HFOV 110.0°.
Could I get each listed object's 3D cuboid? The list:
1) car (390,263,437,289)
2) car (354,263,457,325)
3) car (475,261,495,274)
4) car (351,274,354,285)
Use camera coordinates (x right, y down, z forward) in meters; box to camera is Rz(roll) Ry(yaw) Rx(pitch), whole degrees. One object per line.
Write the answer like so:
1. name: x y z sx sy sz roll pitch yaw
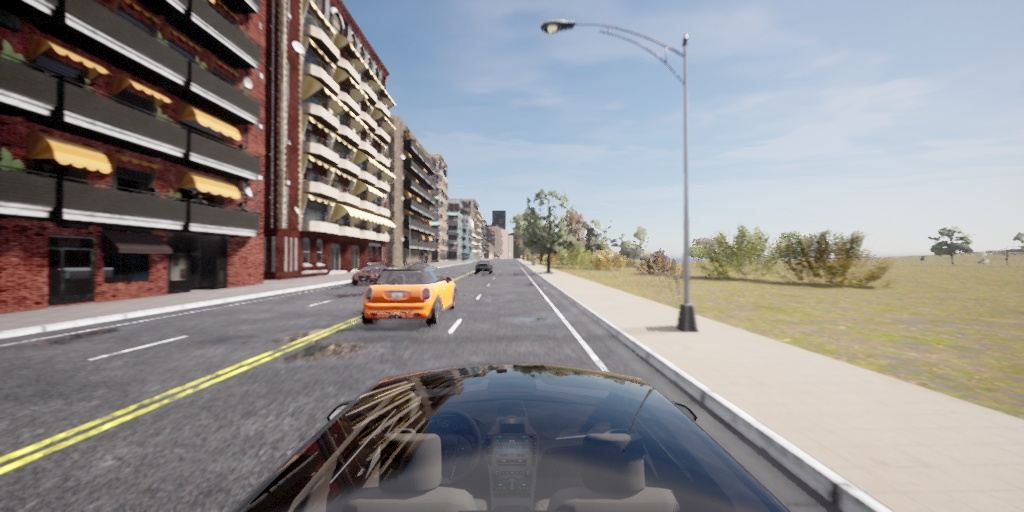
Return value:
1. car: -6.511 1.263 24.331 1.837 1.490 4.892 0 -1 0
2. car: -3.148 1.105 11.940 2.097 1.767 4.553 0 0 0
3. car: -3.144 1.263 41.112 1.837 1.490 4.892 0 0 0
4. car: -9.748 1.325 25.563 1.994 1.385 4.181 0 0 0
